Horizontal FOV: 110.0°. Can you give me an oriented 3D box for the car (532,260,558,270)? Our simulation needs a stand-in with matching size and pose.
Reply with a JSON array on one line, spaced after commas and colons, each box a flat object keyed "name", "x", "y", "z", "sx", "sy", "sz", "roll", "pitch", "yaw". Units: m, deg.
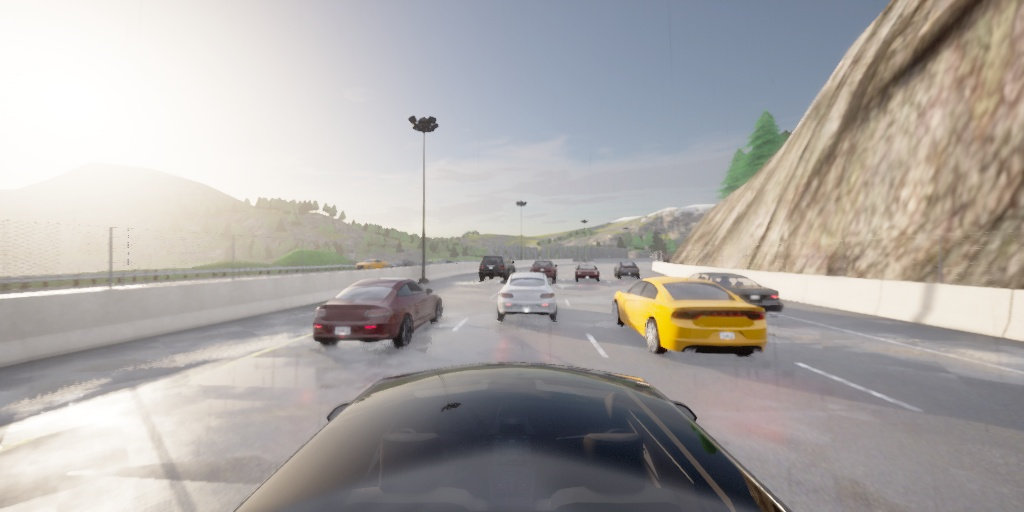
[{"name": "car", "x": 2.689, "y": 1.089, "z": 29.917, "sx": 2.097, "sy": 1.767, "sz": 4.553, "roll": 0, "pitch": 0, "yaw": 9}]

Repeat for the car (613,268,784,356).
[{"name": "car", "x": 3.854, "y": 1.232, "z": 8.711, "sx": 1.882, "sy": 1.535, "sz": 5.008, "roll": 0, "pitch": 0, "yaw": 3}]

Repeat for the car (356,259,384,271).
[{"name": "car", "x": -18.722, "y": 1.154, "z": 47.914, "sx": 1.882, "sy": 1.535, "sz": 5.008, "roll": 0, "pitch": 0, "yaw": 14}]

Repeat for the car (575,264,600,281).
[{"name": "car", "x": 6.175, "y": 1.346, "z": 29.735, "sx": 1.895, "sy": 1.301, "sz": 4.718, "roll": 0, "pitch": 0, "yaw": 10}]

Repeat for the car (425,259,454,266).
[{"name": "car", "x": -8.723, "y": 1.179, "z": 44.663, "sx": 1.882, "sy": 1.535, "sz": 5.008, "roll": 0, "pitch": 0, "yaw": 14}]

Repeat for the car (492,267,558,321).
[{"name": "car", "x": 0.560, "y": 1.270, "z": 12.362, "sx": 1.812, "sy": 1.442, "sz": 4.674, "roll": 0, "pitch": 0, "yaw": 4}]

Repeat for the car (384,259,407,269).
[{"name": "car", "x": -14.813, "y": 1.177, "z": 49.046, "sx": 2.128, "sy": 1.511, "sz": 4.902, "roll": 0, "pitch": 0, "yaw": 15}]

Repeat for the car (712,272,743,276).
[{"name": "car", "x": 7.619, "y": 1.307, "z": 13.449, "sx": 2.033, "sy": 1.411, "sz": 5.357, "roll": 0, "pitch": 0, "yaw": 5}]

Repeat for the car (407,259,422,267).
[{"name": "car", "x": -11.611, "y": 1.257, "z": 47.497, "sx": 1.994, "sy": 1.385, "sz": 4.181, "roll": 0, "pitch": 0, "yaw": 15}]

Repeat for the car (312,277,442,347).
[{"name": "car", "x": -3.136, "y": 1.264, "z": 9.153, "sx": 1.812, "sy": 1.442, "sz": 4.674, "roll": 0, "pitch": 0, "yaw": 3}]

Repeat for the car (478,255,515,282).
[{"name": "car", "x": -1.105, "y": 0.951, "z": 28.620, "sx": 2.150, "sy": 2.045, "sz": 5.566, "roll": 0, "pitch": 0, "yaw": 9}]

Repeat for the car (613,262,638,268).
[{"name": "car", "x": 10.185, "y": 1.244, "z": 32.030, "sx": 2.128, "sy": 1.511, "sz": 4.902, "roll": 0, "pitch": 0, "yaw": 11}]
